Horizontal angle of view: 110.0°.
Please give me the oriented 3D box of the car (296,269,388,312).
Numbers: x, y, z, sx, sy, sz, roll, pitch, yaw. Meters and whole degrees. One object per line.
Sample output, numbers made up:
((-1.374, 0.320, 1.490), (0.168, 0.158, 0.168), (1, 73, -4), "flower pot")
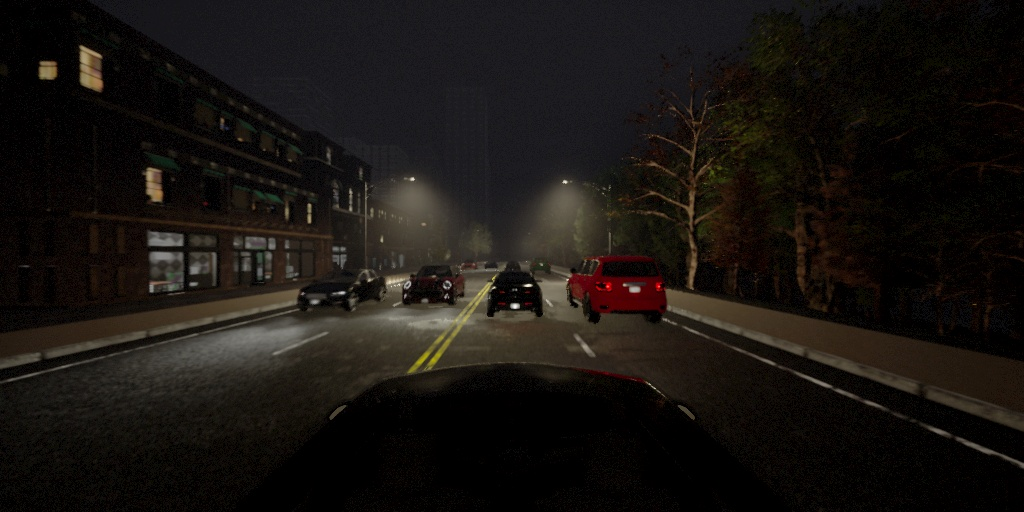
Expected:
((-6.599, 1.280, 14.463), (2.128, 1.511, 4.902), (0, 0, 0), "car")

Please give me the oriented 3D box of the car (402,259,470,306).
((-3.347, 1.146, 16.077), (2.097, 1.767, 4.553), (0, 0, 0), "car")

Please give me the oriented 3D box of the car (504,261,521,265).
((0.101, 1.387, 45.748), (1.837, 1.490, 4.892), (0, 0, 0), "car")

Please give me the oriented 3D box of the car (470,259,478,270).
((-6.551, 1.262, 56.137), (2.097, 1.767, 4.553), (0, 0, 1), "car")

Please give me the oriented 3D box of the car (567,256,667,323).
((3.349, 1.006, 12.455), (2.150, 2.045, 5.566), (0, 0, 0), "car")

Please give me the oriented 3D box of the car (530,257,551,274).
((3.352, 1.095, 42.987), (2.150, 2.045, 5.566), (0, 0, 0), "car")

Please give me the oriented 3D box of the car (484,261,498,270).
((-3.294, 1.477, 57.691), (1.994, 1.385, 4.181), (0, 0, 0), "car")

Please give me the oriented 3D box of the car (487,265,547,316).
((0.100, 1.293, 13.581), (1.837, 1.490, 4.892), (0, 0, 0), "car")
